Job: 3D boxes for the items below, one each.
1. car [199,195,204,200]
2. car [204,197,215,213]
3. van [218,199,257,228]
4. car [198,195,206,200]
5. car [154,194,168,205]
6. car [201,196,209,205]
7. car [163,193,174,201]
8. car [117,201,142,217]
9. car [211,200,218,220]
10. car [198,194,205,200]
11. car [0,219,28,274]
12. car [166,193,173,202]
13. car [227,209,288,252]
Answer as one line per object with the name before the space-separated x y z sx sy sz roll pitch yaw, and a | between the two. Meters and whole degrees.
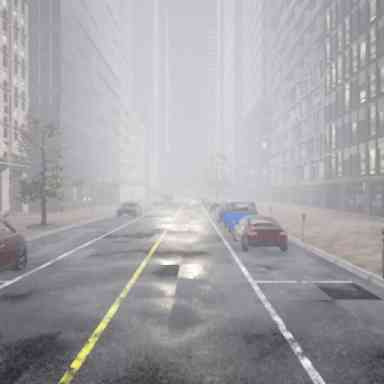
car | 2.673 1.516 59.122 1.947 1.339 4.313 0 0 0
car | 2.678 1.525 36.353 2.008 1.369 4.403 0 0 0
van | 2.681 1.330 19.276 1.690 1.788 3.998 0 0 0
car | 2.667 1.458 87.584 2.008 1.369 4.403 0 0 0
car | -5.708 1.477 58.963 1.752 1.417 4.829 0 0 0
car | 2.675 1.545 47.739 1.802 1.307 4.206 0 0 0
car | -5.714 1.233 81.901 2.192 1.841 5.009 0 0 0
car | -5.701 1.546 30.672 1.947 1.339 4.313 0 0 0
car | 2.681 1.529 24.969 1.887 1.381 4.507 0 0 0
car | 2.665 1.422 93.447 1.752 1.417 4.829 0 0 0
car | -5.697 1.437 7.905 1.967 1.590 4.097 0 0 0
car | -5.711 1.251 70.516 2.192 1.841 5.009 0 0 0
car | 2.683 1.574 13.584 1.802 1.307 4.206 0 0 0
